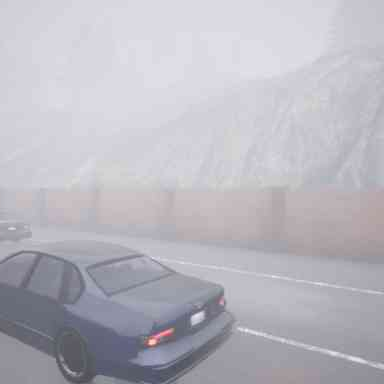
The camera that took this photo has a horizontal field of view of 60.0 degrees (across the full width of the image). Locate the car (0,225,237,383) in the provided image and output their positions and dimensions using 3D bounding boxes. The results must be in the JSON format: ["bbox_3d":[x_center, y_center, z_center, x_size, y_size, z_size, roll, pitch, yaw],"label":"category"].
[{"bbox_3d":[-1.992,1.529,5.351,5.357,1.411,2.033,0,0,35],"label":"car"}]

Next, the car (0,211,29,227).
[{"bbox_3d":[-9.166,1.488,14.529,5.357,1.411,2.033,0,0,34],"label":"car"}]
